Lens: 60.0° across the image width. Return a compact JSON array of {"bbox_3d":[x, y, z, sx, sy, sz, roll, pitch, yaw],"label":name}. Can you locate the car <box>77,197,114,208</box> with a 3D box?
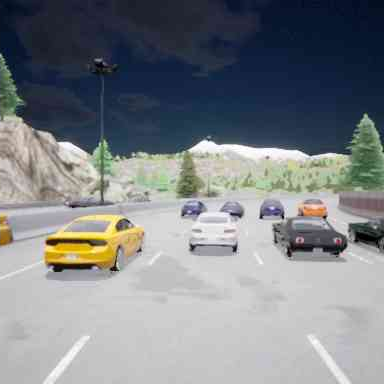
[{"bbox_3d":[-11.688,1.574,41.778,2.033,1.411,5.357,0,0,16],"label":"car"}]

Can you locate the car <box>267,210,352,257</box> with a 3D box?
[{"bbox_3d":[4.357,1.623,13.117,1.895,1.301,4.718,0,0,6],"label":"car"}]

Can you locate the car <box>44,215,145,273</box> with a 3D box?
[{"bbox_3d":[-2.859,1.485,10.841,1.882,1.535,5.008,0,0,4],"label":"car"}]

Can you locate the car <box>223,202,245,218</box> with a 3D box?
[{"bbox_3d":[3.784,1.605,30.751,1.994,1.385,4.181,0,0,13],"label":"car"}]

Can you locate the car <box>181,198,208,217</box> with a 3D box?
[{"bbox_3d":[0.263,1.561,31.106,1.812,1.442,4.674,0,0,13],"label":"car"}]

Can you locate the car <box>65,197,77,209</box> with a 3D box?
[{"bbox_3d":[-14.347,1.573,45.137,2.033,1.411,5.357,0,0,17],"label":"car"}]

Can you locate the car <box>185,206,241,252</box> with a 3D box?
[{"bbox_3d":[0.961,1.543,14.022,1.812,1.442,4.674,0,0,6],"label":"car"}]

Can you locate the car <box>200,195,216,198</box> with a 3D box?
[{"bbox_3d":[4.517,1.635,79.354,1.895,1.301,4.718,0,0,30],"label":"car"}]

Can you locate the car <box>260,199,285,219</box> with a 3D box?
[{"bbox_3d":[7.184,1.398,29.926,2.097,1.767,4.553,0,0,13],"label":"car"}]

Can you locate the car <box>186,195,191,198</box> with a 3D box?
[{"bbox_3d":[0.351,1.306,85.996,1.837,1.490,4.892,0,0,32],"label":"car"}]

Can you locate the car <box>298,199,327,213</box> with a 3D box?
[{"bbox_3d":[10.786,1.404,29.960,2.097,1.767,4.553,0,0,13],"label":"car"}]

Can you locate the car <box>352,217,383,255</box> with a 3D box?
[{"bbox_3d":[7.876,1.629,13.178,1.895,1.301,4.718,0,0,6],"label":"car"}]

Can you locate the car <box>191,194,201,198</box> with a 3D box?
[{"bbox_3d":[2.371,1.425,82.599,1.882,1.535,5.008,0,0,30],"label":"car"}]

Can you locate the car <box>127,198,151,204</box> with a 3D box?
[{"bbox_3d":[-7.087,1.544,44.840,1.837,1.490,4.892,0,0,18],"label":"car"}]
